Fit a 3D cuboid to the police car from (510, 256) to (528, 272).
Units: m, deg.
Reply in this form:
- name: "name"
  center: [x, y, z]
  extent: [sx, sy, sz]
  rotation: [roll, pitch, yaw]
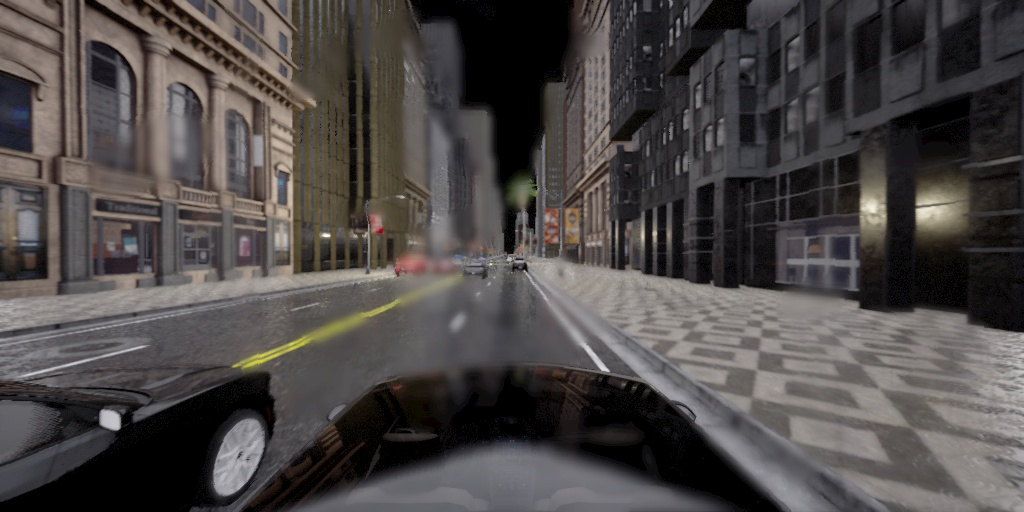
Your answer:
- name: "police car"
  center: [0.983, 1.133, 44.429]
  extent: [1.930, 1.638, 5.238]
  rotation: [0, 0, 0]

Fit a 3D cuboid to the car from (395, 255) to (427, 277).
- name: "car"
  center: [-9.834, 0.942, 35.638]
  extent: [2.150, 2.045, 5.566]
  rotation: [0, 0, 0]

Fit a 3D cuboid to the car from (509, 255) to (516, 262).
- name: "car"
  center: [0.984, 1.043, 54.289]
  extent: [2.097, 1.767, 4.553]
  rotation: [0, 0, 0]

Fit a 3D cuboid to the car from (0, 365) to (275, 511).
- name: "car"
  center: [-3.150, 1.228, 1.335]
  extent: [1.882, 1.535, 5.008]
  rotation: [0, 0, 0]

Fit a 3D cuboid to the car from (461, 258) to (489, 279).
- name: "car"
  center: [-3.145, 1.217, 32.237]
  extent: [2.128, 1.511, 4.902]
  rotation: [0, 0, 0]

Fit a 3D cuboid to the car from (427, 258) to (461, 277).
- name: "car"
  center: [-6.582, 1.199, 35.332]
  extent: [1.882, 1.535, 5.008]
  rotation: [0, 0, 0]
